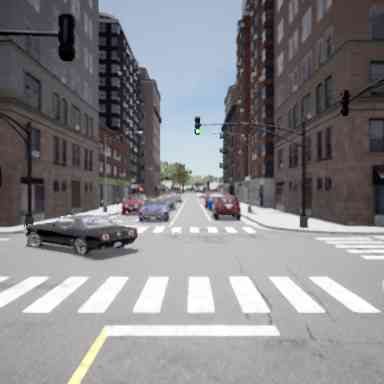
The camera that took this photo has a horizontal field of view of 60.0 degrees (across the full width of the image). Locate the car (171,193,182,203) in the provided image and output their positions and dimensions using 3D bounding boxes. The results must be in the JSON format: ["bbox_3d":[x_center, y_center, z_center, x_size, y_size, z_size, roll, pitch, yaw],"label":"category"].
[{"bbox_3d":[-2.767,1.277,59.028,1.994,1.385,4.181,0,0,0],"label":"car"}]

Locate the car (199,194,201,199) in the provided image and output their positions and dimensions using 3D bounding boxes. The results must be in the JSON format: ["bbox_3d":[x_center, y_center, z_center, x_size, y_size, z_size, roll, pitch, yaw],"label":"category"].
[{"bbox_3d":[2.657,1.099,87.344,1.752,1.417,4.829,0,0,0],"label":"car"}]

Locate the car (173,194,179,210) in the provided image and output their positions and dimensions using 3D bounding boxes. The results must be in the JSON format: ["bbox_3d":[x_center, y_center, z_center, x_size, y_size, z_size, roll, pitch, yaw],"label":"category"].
[{"bbox_3d":[-2.839,1.314,38.588,1.837,1.490,4.892,0,1,0],"label":"car"}]

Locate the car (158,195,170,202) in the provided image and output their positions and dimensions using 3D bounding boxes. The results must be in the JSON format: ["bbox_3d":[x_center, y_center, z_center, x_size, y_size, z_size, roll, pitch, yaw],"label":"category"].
[{"bbox_3d":[-5.401,1.227,65.158,1.887,1.381,4.507,0,0,0],"label":"car"}]

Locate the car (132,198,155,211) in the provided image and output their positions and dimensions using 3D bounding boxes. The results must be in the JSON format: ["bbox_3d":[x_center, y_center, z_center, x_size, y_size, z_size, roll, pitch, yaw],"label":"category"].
[{"bbox_3d":[-5.414,1.383,37.640,1.947,1.339,4.313,0,0,0],"label":"car"}]

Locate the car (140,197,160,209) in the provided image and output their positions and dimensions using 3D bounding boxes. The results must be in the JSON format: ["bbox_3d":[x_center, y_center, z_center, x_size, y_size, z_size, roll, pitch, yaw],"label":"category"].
[{"bbox_3d":[-5.412,1.341,43.144,2.008,1.369,4.403,0,0,0],"label":"car"}]

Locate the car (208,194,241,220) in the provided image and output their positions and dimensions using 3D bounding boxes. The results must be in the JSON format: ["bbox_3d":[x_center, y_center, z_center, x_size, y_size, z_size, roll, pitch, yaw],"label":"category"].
[{"bbox_3d":[2.702,1.186,26.632,2.192,1.841,5.009,0,0,0],"label":"car"}]

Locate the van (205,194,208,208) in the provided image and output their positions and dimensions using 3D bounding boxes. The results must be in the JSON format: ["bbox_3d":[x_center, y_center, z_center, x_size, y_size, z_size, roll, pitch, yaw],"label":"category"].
[{"bbox_3d":[2.694,1.158,37.639,1.690,1.788,3.998,0,0,0],"label":"van"}]

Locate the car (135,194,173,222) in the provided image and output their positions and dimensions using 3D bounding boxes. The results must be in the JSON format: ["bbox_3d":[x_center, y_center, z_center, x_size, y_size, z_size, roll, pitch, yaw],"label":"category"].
[{"bbox_3d":[-2.792,1.229,25.318,2.097,1.767,4.553,0,0,-2],"label":"car"}]

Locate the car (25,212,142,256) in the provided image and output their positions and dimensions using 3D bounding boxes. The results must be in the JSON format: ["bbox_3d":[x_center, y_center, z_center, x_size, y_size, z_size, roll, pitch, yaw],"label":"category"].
[{"bbox_3d":[-4.443,1.547,12.942,4.718,1.301,1.895,0,0,35],"label":"car"}]

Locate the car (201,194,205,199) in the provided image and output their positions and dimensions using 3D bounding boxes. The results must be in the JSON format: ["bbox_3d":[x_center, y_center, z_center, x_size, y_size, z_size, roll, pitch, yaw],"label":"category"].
[{"bbox_3d":[2.690,1.105,43.143,2.192,1.841,5.009,0,0,0],"label":"car"}]

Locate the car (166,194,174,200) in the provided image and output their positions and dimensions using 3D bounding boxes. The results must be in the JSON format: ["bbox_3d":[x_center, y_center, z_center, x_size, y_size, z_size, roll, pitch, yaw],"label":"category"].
[{"bbox_3d":[-5.394,1.184,81.670,1.802,1.307,4.206,0,0,0],"label":"car"}]

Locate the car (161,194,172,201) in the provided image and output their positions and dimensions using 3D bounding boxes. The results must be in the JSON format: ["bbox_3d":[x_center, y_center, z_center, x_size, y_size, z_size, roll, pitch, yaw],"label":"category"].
[{"bbox_3d":[-5.399,1.206,70.662,2.008,1.369,4.403,0,0,0],"label":"car"}]

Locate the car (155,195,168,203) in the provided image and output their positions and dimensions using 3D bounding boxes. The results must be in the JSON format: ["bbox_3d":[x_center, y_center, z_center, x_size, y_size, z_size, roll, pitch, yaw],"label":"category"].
[{"bbox_3d":[-5.404,1.254,59.655,1.887,1.381,4.507,0,0,0],"label":"car"}]

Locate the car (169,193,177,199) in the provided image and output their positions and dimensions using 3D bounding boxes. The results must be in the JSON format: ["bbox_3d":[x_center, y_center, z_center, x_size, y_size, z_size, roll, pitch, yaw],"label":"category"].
[{"bbox_3d":[-5.388,0.988,92.677,1.967,1.590,4.097,0,0,0],"label":"car"}]

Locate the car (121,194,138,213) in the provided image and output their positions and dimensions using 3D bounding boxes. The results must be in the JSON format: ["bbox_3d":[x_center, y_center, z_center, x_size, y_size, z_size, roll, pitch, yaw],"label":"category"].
[{"bbox_3d":[-5.417,1.159,32.135,2.192,1.841,5.009,0,0,0],"label":"car"}]
